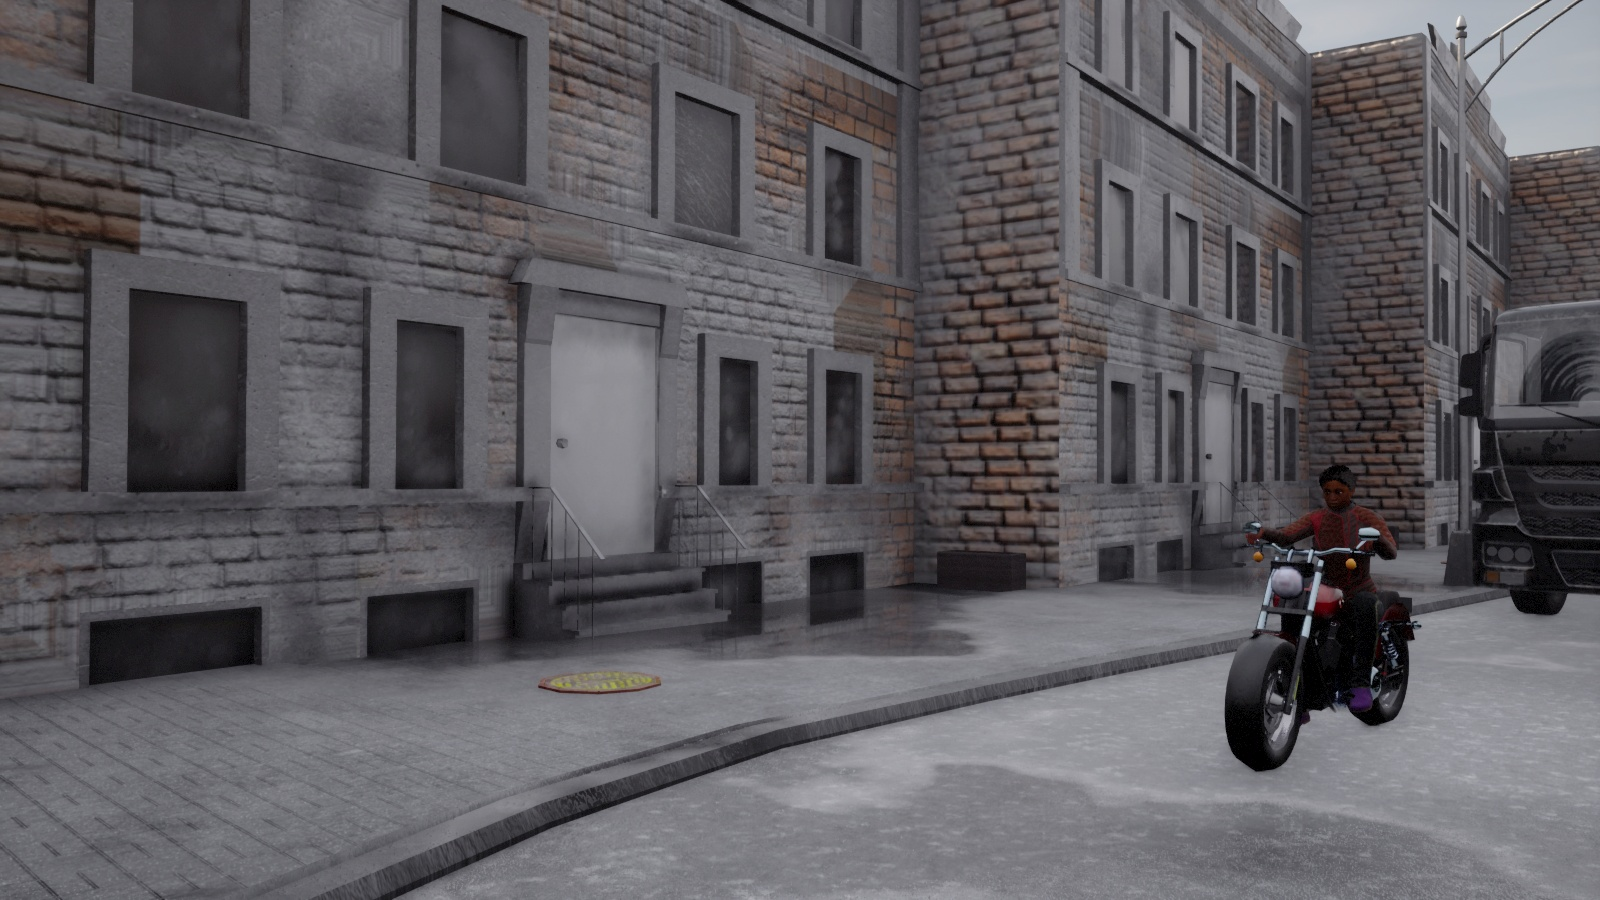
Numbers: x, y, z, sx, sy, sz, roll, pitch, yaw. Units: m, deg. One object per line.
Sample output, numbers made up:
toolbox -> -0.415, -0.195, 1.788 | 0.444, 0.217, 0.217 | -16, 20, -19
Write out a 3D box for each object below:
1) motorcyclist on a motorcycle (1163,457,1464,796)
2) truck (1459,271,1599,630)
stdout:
motorcyclist on a motorcycle -> 3.024, 0.870, 7.230 | 0.766, 1.649, 2.350 | -1, -1, 44
truck -> 10.705, 0.023, 14.684 | 7.936, 3.462, 2.891 | 0, -1, -44
